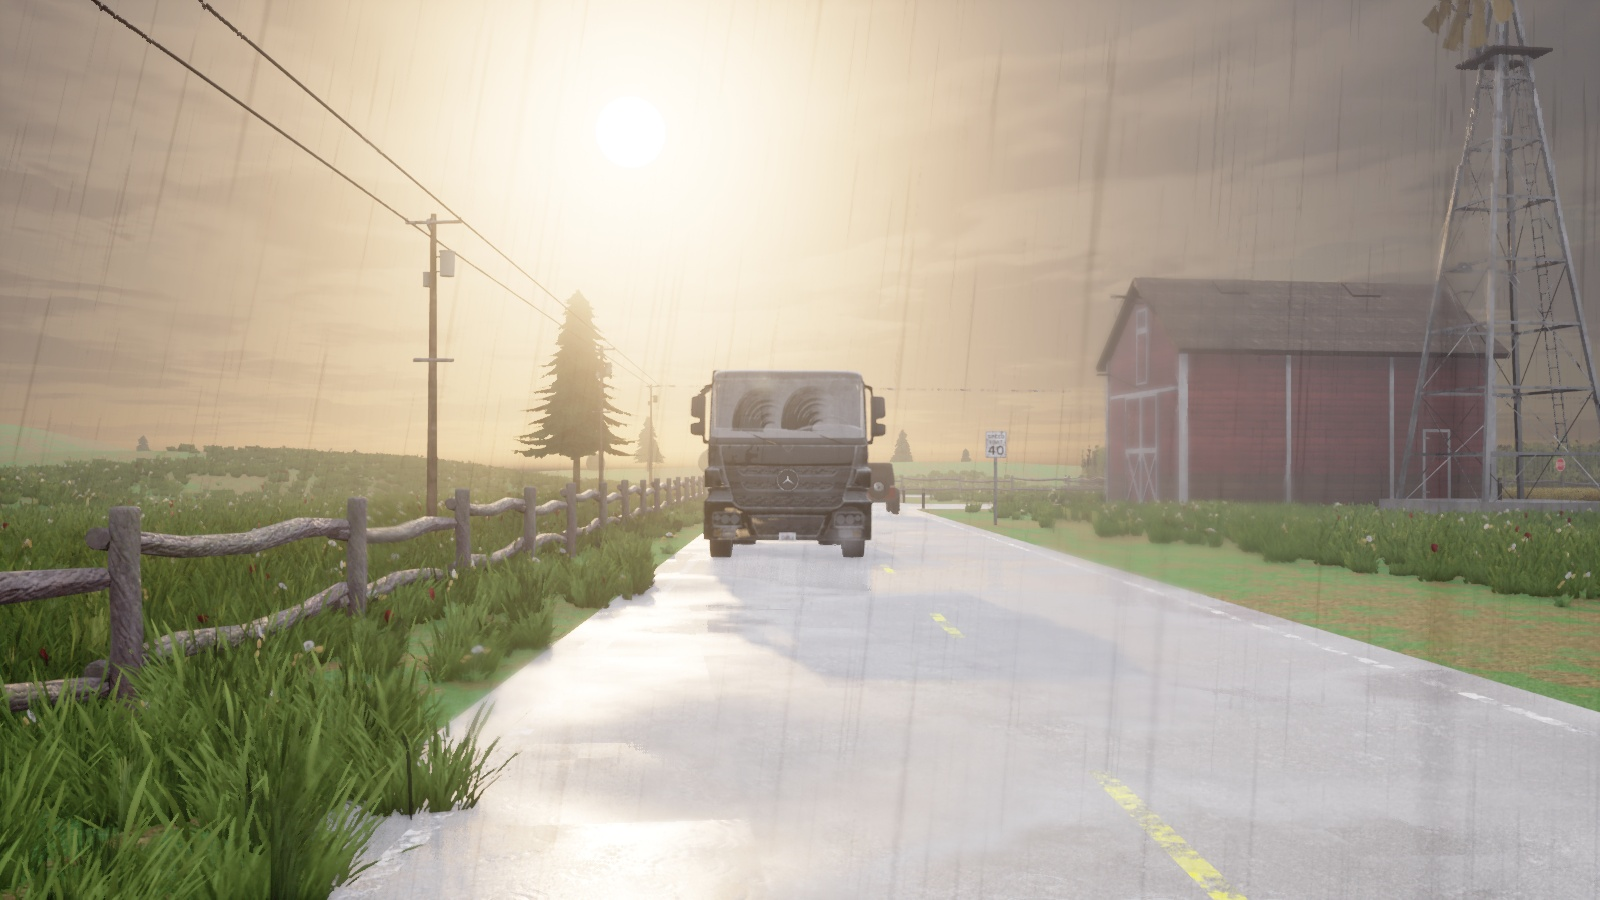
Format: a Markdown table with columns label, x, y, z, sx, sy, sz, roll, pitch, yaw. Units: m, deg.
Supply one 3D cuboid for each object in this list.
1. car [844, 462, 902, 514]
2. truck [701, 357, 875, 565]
| label | x | y | z | sx | sy | sz | roll | pitch | yaw |
| --- | --- | --- | --- | --- | --- | --- | --- | --- | --- |
| car | 2.714 | 1.391 | 47.232 | 1.905 | 1.878 | 3.866 | 0 | -1 | -1 |
| truck | -0.242 | 0.251 | 24.945 | 2.891 | 3.462 | 7.936 | 0 | -1 | -1 |
